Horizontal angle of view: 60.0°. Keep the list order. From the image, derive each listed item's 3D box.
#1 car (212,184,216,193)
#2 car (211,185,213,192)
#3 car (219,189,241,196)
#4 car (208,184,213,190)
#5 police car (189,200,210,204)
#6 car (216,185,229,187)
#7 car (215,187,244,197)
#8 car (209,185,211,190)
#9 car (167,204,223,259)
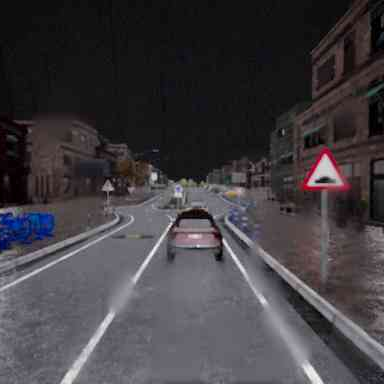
[{"bbox_3d":[8.139,-0.344,77.456,5.566,2.045,2.435,0,2,-1],"label":"car"},{"bbox_3d":[8.020,-0.402,85.728,4.892,1.521,2.231,0,2,-1],"label":"car"},{"bbox_3d":[8.178,0.172,71.961,4.674,1.452,2.002,0,2,-1],"label":"car"},{"bbox_3d":[7.924,-0.680,93.990,5.008,1.535,2.097,0,2,-1],"label":"car"},{"bbox_3d":[0.591,1.471,28.637,2.038,1.542,4.974,0,1,5],"label":"police car"},{"bbox_3d":[8.110,-0.108,74.707,4.553,1.767,2.185,0,2,-1],"label":"car"},{"bbox_3d":[8.020,0.247,69.202,5.366,1.575,1.946,0,2,-1],"label":"car"},{"bbox_3d":[7.921,-0.562,91.237,4.792,1.488,2.163,0,2,-1],"label":"car"},{"bbox_3d":[0.100,1.491,12.888,2.033,1.649,4.856,0,0,0],"label":"car"}]
